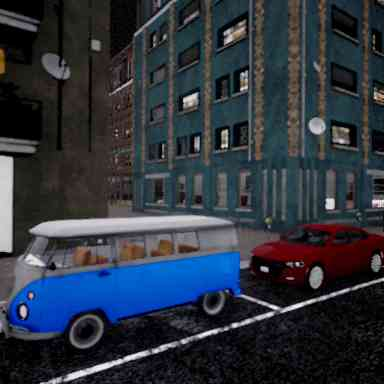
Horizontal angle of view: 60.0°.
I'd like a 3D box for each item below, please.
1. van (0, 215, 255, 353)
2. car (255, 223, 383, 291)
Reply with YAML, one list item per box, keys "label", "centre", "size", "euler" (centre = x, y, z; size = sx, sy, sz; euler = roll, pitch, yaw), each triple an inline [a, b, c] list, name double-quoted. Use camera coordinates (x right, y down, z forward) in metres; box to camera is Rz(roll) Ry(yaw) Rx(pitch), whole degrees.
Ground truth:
- label: "van"
  centre: [-0.964, 1.347, 5.863]
  size: [3.998, 1.788, 1.690]
  euler: [0, 0, -36]
- label: "car"
  centre: [3.531, 1.563, 9.073]
  size: [4.507, 1.381, 1.887]
  euler: [0, 0, -36]
